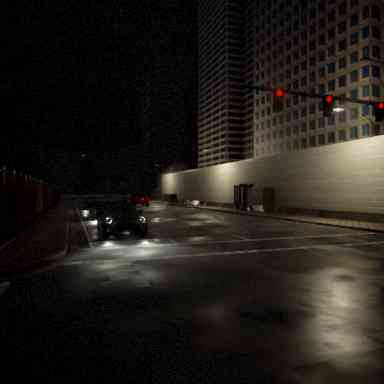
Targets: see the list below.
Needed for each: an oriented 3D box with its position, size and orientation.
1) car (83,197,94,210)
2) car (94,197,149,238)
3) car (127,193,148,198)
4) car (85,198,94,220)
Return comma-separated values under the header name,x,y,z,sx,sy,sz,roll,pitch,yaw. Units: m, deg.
name,x,y,z,sx,sy,sz,roll,pitch,yaw
car,-12.473,1.401,41.324,1.882,1.535,5.008,0,1,-20
car,-3.748,1.308,17.430,2.097,1.767,4.553,0,0,-20
car,-7.802,1.149,49.336,2.150,2.045,5.566,0,0,-18
car,-7.681,1.488,28.173,2.033,1.411,5.357,0,0,-20
